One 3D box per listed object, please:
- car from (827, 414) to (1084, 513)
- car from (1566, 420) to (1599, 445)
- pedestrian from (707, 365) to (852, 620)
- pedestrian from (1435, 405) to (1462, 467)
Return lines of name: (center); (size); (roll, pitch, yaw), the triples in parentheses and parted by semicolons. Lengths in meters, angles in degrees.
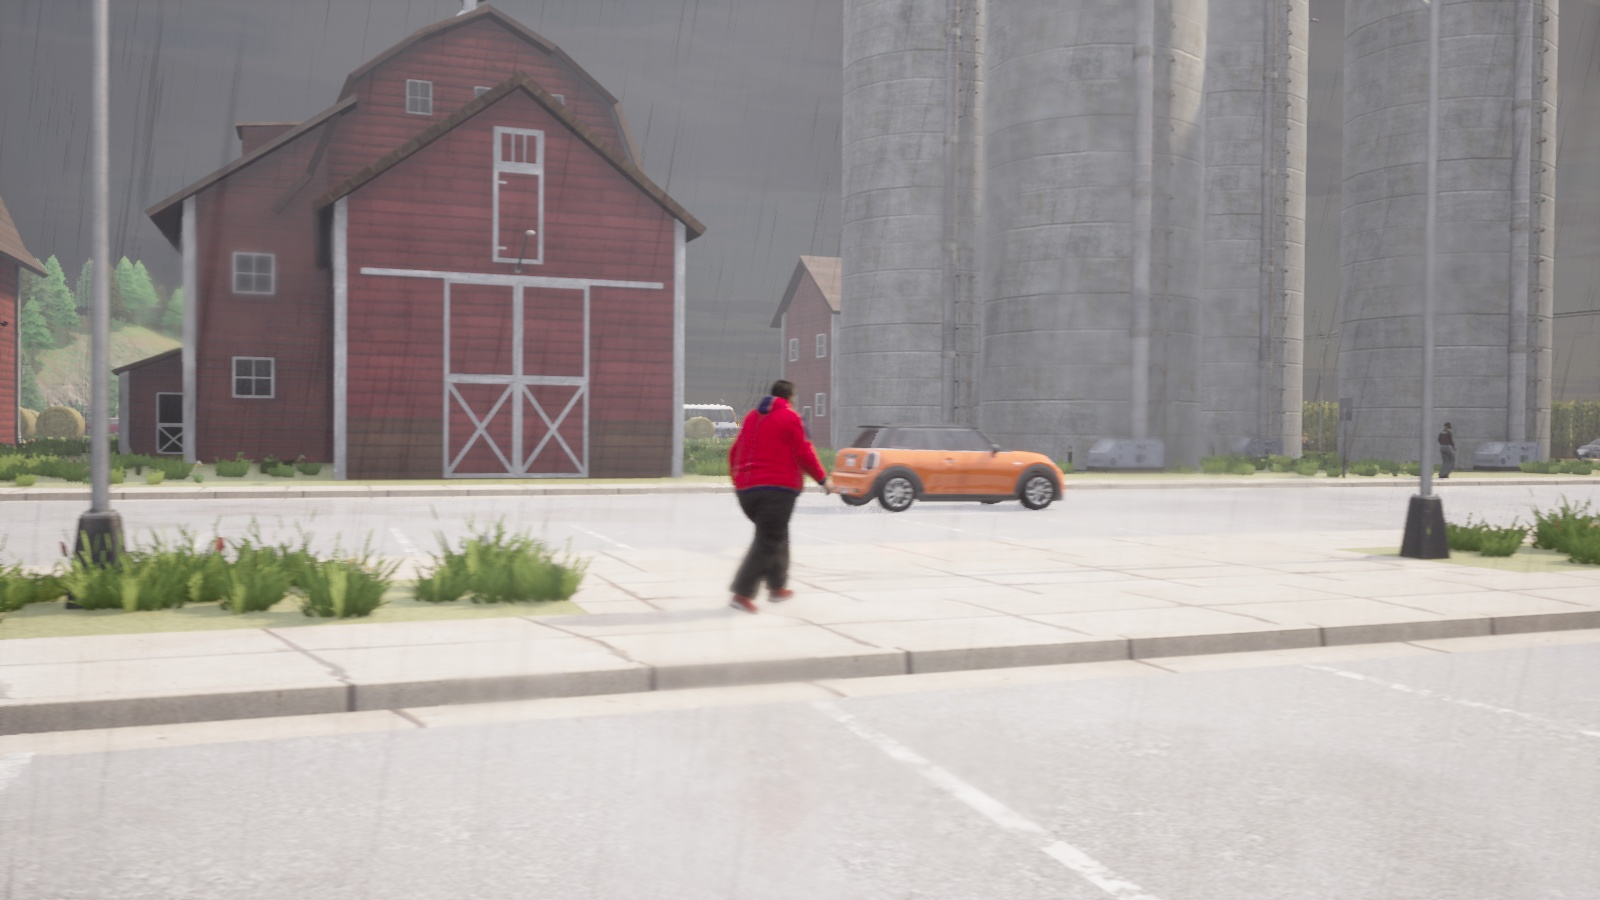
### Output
car: (3.049, 0.207, 24.718); (4.553, 1.767, 2.097); (-1, 1, -21)
car: (49.982, -1.131, 77.396); (4.902, 1.511, 2.128); (-1, 1, -20)
pedestrian: (-0.151, 0.298, 9.615); (0.899, 1.844, 0.634); (-2, 1, -43)
pedestrian: (20.494, -0.453, 39.691); (0.666, 1.930, 0.402); (-1, 1, -18)
